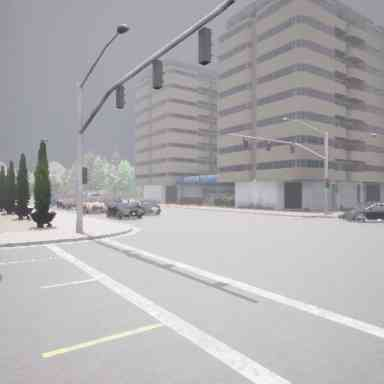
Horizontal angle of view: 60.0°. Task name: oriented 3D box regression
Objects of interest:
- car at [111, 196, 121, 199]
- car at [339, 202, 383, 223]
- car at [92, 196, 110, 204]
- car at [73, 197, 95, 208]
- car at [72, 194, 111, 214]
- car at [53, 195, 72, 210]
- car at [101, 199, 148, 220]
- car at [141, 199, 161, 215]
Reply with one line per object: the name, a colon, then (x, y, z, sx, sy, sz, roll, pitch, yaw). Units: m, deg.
car: (-10.075, 1.505, 40.538, 1.837, 1.490, 4.892, 0, 0, -35)
car: (13.597, 1.491, 24.863, 4.902, 1.511, 2.128, 0, 1, -2)
car: (-17.473, 1.505, 63.787, 1.837, 1.490, 4.892, 0, 0, -34)
car: (-15.962, 1.505, 49.033, 1.837, 1.490, 4.892, 0, 0, -34)
car: (-10.763, 1.352, 35.391, 2.097, 1.767, 4.553, 0, 0, -35)
car: (-16.403, 1.526, 43.524, 1.812, 1.442, 4.674, 0, 0, -35)
car: (-5.806, 1.564, 28.258, 1.994, 1.385, 4.181, 0, 0, -35)
car: (-4.830, 1.492, 32.982, 2.128, 1.511, 4.902, 0, 0, -35)
